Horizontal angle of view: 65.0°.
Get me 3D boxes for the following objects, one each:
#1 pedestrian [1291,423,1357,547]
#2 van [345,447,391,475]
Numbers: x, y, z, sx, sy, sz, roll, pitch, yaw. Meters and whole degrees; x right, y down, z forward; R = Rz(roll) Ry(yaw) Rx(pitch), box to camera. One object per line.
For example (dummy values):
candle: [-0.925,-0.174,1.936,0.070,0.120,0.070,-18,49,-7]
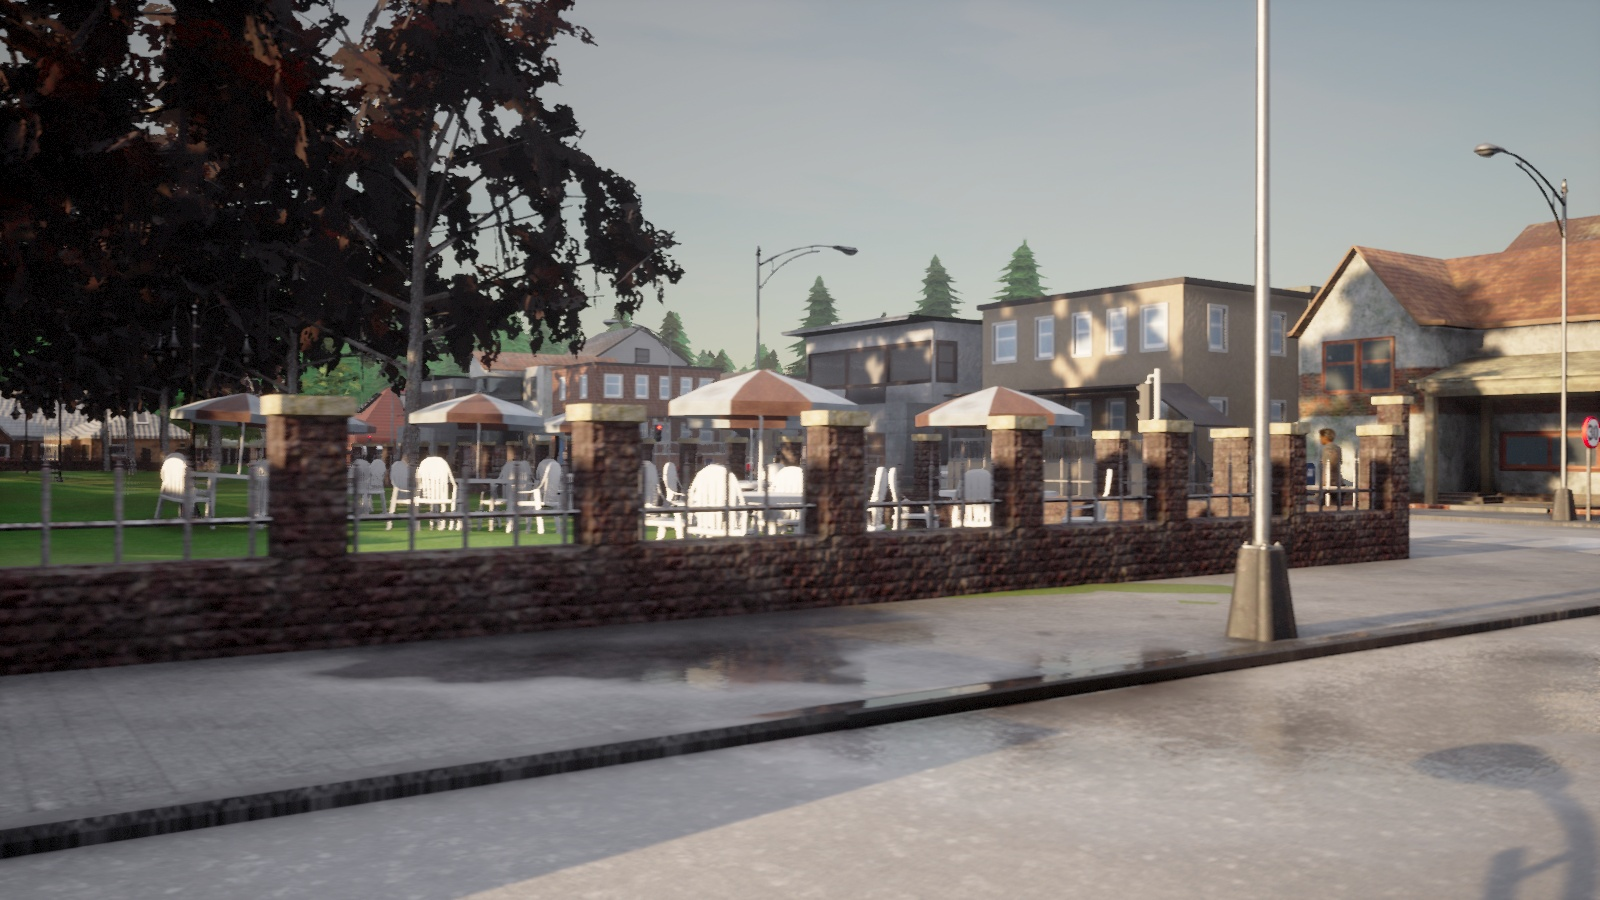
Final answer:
pedestrian: [7.793,0.510,18.701,0.328,1.805,0.869,0,0,-33]
van: [-31.850,0.803,92.532,2.069,2.038,4.480,0,0,-35]
